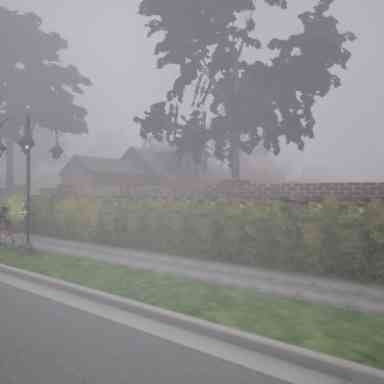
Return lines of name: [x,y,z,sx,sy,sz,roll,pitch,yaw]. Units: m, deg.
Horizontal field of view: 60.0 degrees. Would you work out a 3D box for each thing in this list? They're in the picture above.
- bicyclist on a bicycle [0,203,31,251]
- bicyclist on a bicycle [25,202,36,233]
bicyclist on a bicycle: [-6.691,1.319,11.637,0.582,1.620,1.656,0,0,32]
bicyclist on a bicycle: [-8.616,1.331,17.403,0.582,1.620,1.656,0,-1,-44]
